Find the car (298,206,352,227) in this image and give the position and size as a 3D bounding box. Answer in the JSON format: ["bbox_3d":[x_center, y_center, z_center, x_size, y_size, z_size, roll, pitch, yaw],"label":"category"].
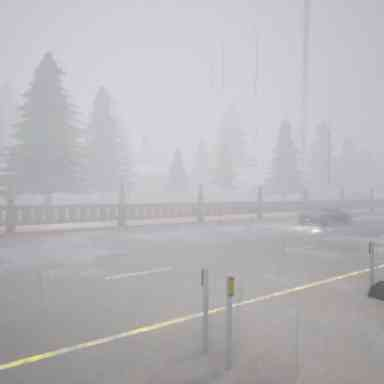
[{"bbox_3d":[9.402,1.653,23.454,4.181,1.385,1.994,0,0,-34],"label":"car"}]
